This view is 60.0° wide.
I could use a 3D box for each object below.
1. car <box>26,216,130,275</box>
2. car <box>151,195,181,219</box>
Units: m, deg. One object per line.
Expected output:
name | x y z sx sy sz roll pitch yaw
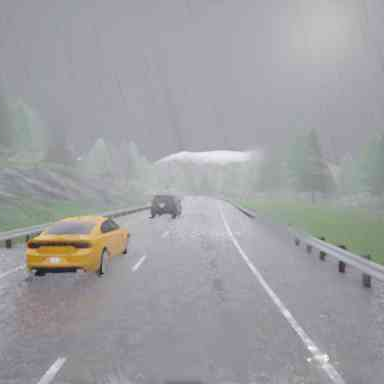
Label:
car | -3.286 1.509 10.579 1.882 1.535 5.008 0 0 1
car | -2.285 1.273 30.191 2.150 2.045 5.566 0 0 4
